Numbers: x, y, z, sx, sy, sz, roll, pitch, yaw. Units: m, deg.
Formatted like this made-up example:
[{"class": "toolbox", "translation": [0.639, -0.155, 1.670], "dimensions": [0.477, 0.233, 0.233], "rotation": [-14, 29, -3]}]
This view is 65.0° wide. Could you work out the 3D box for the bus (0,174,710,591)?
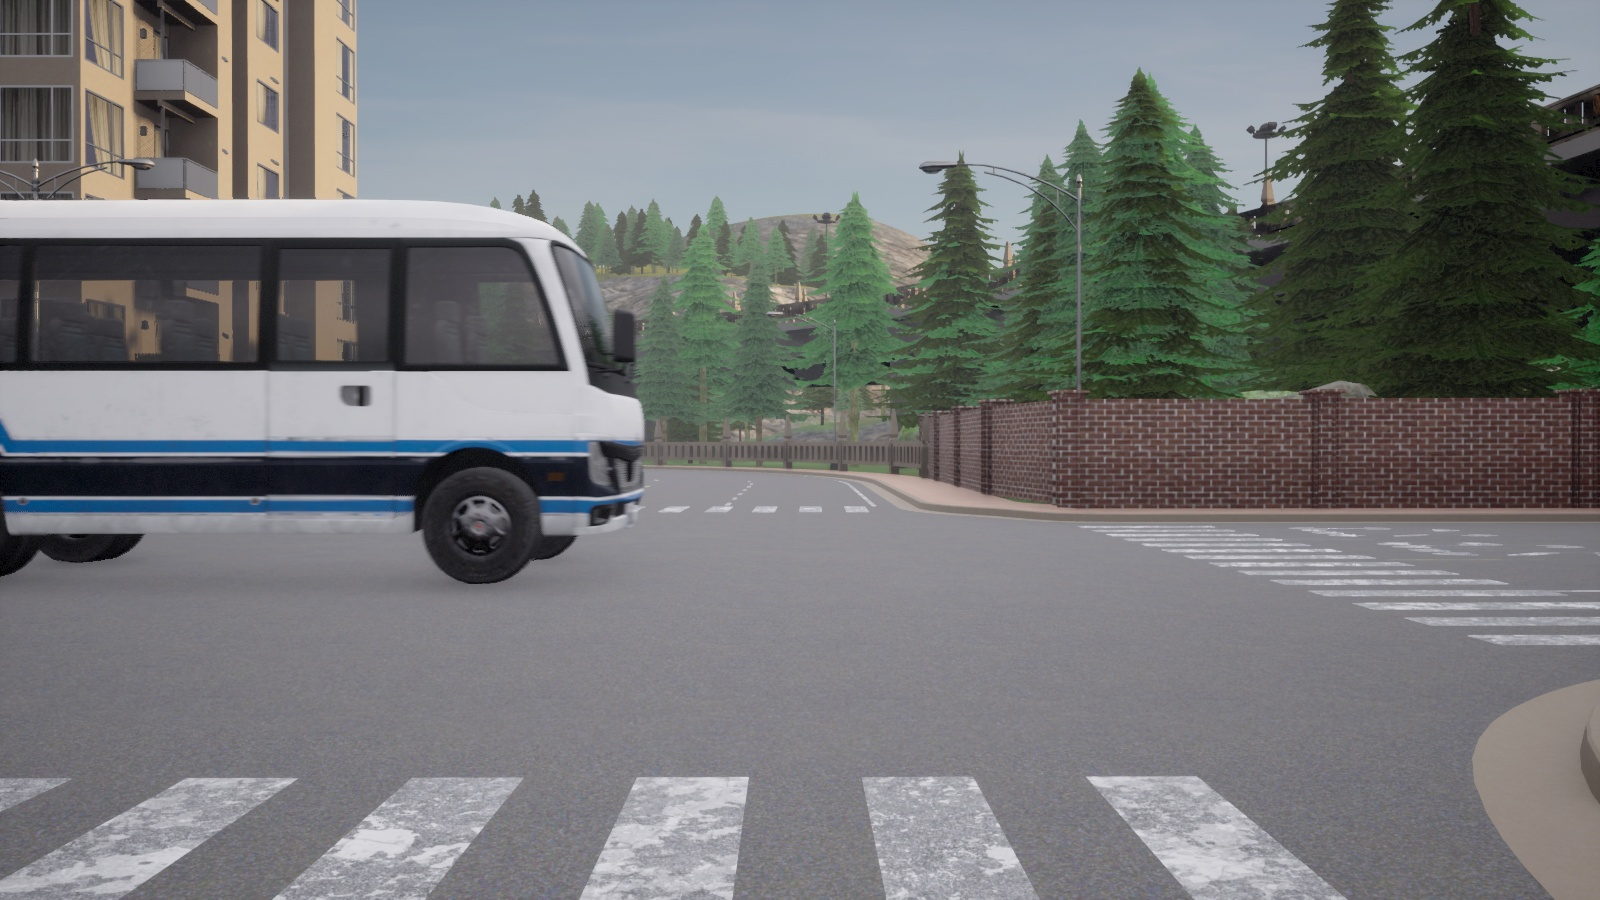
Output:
[{"class": "bus", "translation": [-6.340, -0.710, 14.817], "dimensions": [10.273, 4.253, 3.944], "rotation": [0, 0, 0]}]
